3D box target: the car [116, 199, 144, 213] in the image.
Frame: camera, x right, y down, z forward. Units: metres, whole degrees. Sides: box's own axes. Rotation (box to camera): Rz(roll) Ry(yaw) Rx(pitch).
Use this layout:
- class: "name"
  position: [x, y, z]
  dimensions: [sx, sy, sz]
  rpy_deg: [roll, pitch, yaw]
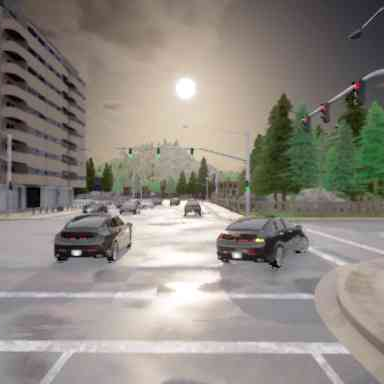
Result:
- class: "car"
  position: [-7.112, 1.829, 38.557]
  dimensions: [1.812, 1.442, 4.674]
  rpy_deg: [0, 0, 0]

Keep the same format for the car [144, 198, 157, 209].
- class: "car"
  position: [-7.099, 1.935, 52.124]
  dimensions: [1.812, 1.442, 4.674]
  rpy_deg: [0, -1, 0]

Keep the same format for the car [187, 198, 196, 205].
- class: "car"
  position: [-0.045, 2.089, 71.921]
  dimensions: [1.812, 1.442, 4.674]
  rpy_deg: [0, 0, 0]

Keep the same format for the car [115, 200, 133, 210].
- class: "car"
  position: [-10.599, 1.976, 52.288]
  dimensions: [1.994, 1.385, 4.181]
  rpy_deg: [0, -1, 0]

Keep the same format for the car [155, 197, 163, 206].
- class: "car"
  position: [-7.050, 1.874, 67.134]
  dimensions: [2.097, 1.767, 4.553]
  rpy_deg: [0, 0, 0]

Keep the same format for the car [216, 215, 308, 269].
- class: "car"
  position: [2.546, 1.556, 11.519]
  dimensions: [1.837, 1.490, 4.892]
  rpy_deg: [-3, -2, 32]

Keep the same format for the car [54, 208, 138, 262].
- class: "car"
  position: [-3.409, 1.555, 12.248]
  dimensions: [1.837, 1.490, 4.892]
  rpy_deg: [0, 0, 0]

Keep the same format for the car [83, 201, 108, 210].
- class: "car"
  position: [-10.615, 1.780, 36.839]
  dimensions: [2.128, 1.511, 4.902]
  rpy_deg: [0, 0, 0]

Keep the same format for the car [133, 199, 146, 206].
- class: "car"
  position: [-10.547, 2.077, 67.042]
  dimensions: [1.994, 1.385, 4.181]
  rpy_deg: [0, 0, 0]

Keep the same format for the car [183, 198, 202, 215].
- class: "car"
  position: [0.077, 1.798, 37.253]
  dimensions: [1.837, 1.490, 4.892]
  rpy_deg: [0, 0, 0]

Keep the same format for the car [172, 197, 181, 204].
- class: "car"
  position: [-3.548, 2.005, 77.344]
  dimensions: [2.033, 1.411, 5.357]
  rpy_deg: [0, 0, 0]

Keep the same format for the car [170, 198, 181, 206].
- class: "car"
  position: [-3.542, 2.031, 67.753]
  dimensions: [2.128, 1.511, 4.902]
  rpy_deg: [0, 0, 0]
